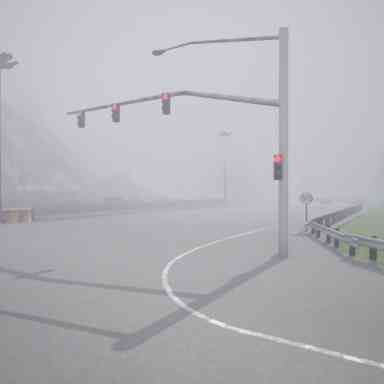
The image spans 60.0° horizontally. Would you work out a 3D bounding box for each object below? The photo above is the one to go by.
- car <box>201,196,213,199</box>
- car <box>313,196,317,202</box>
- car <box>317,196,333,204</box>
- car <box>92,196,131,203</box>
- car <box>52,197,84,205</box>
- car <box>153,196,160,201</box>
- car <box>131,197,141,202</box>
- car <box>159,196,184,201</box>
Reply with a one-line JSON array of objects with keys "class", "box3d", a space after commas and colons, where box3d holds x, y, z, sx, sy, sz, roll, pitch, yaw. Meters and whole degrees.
[{"class": "car", "box3d": [2.793, 1.515, 62.170, 1.994, 1.385, 4.181, 0, 0, 24]}, {"class": "car", "box3d": [28.111, 1.524, 72.920, 2.033, 1.411, 5.357, 0, 0, 7]}, {"class": "car", "box3d": [25.474, 1.551, 63.030, 1.994, 1.385, 4.181, 0, 0, 17]}, {"class": "car", "box3d": [-10.034, 1.300, 40.050, 2.097, 1.767, 4.553, 0, 0, 32]}, {"class": "car", "box3d": [-17.688, 1.456, 47.560, 1.812, 1.442, 4.674, 0, 0, 32]}, {"class": "car", "box3d": [-6.006, 1.479, 67.921, 2.033, 1.411, 5.357, 0, 0, 23]}, {"class": "car", "box3d": [-11.139, 1.533, 58.042, 1.895, 1.301, 4.718, 0, 0, 31]}, {"class": "car", "box3d": [-2.577, 1.552, 51.984, 1.895, 1.301, 4.718, 0, 0, 31]}]
